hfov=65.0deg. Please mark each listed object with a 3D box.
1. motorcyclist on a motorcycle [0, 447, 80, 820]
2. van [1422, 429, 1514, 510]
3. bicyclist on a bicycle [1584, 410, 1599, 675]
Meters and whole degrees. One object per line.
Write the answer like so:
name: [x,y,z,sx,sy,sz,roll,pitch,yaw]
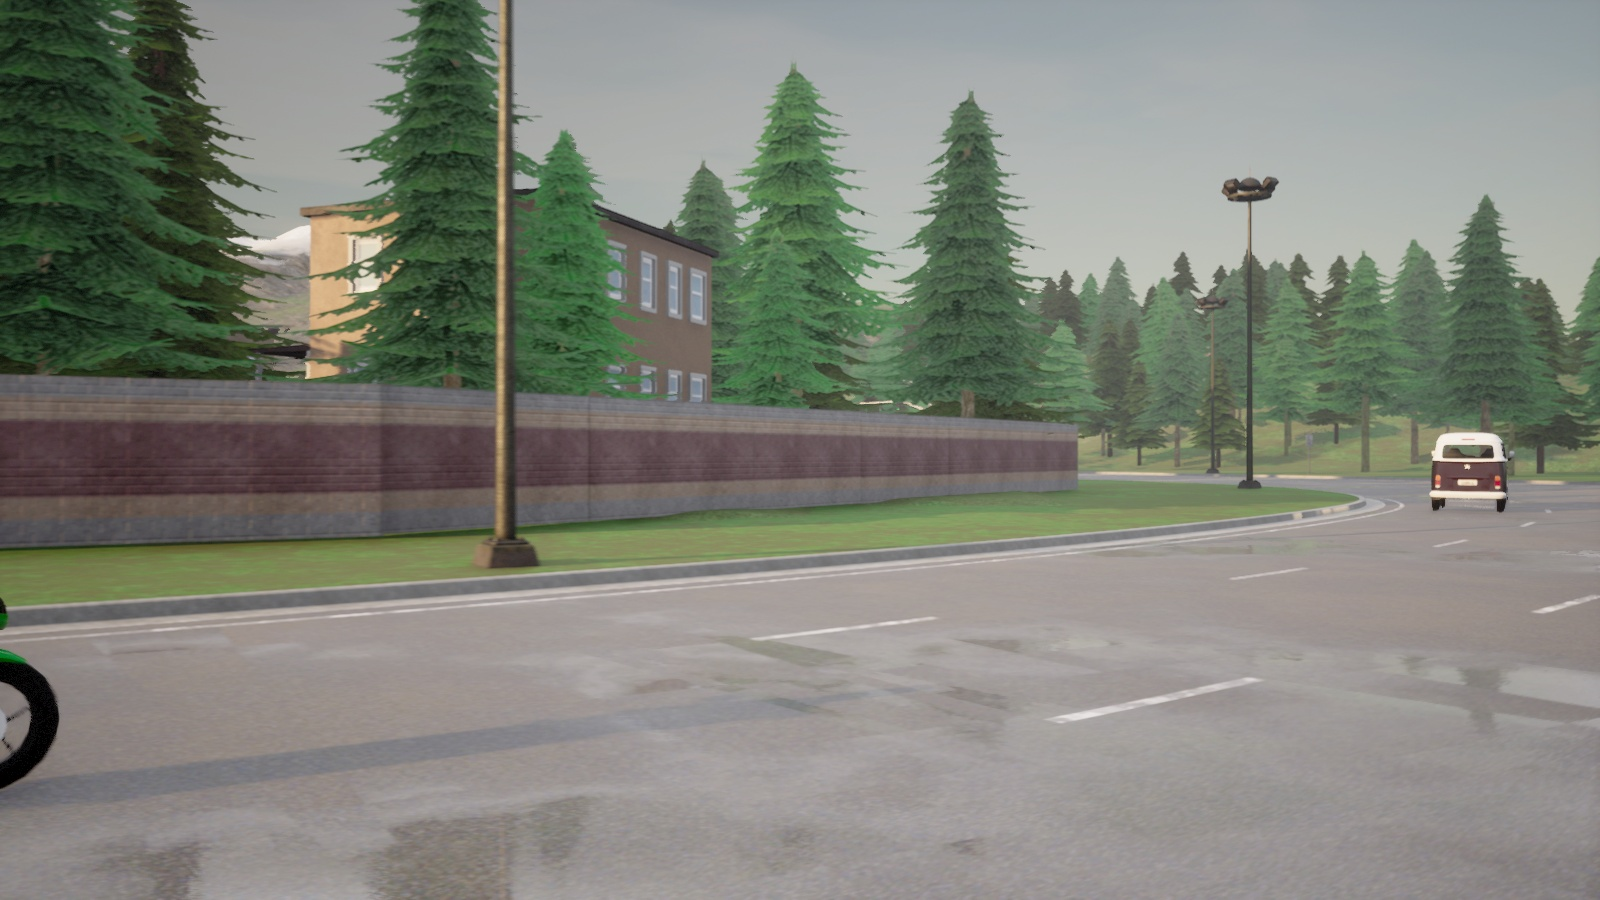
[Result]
motorcyclist on a motorcycle: [-4.106,0.756,5.039,2.044,1.523,0.797,0,-1,-35]
van: [18.092,0.480,33.897,2.069,2.038,4.480,0,0,30]
bicyclist on a bicycle: [6.219,0.613,8.851,1.843,1.776,0.659,0,0,-41]
